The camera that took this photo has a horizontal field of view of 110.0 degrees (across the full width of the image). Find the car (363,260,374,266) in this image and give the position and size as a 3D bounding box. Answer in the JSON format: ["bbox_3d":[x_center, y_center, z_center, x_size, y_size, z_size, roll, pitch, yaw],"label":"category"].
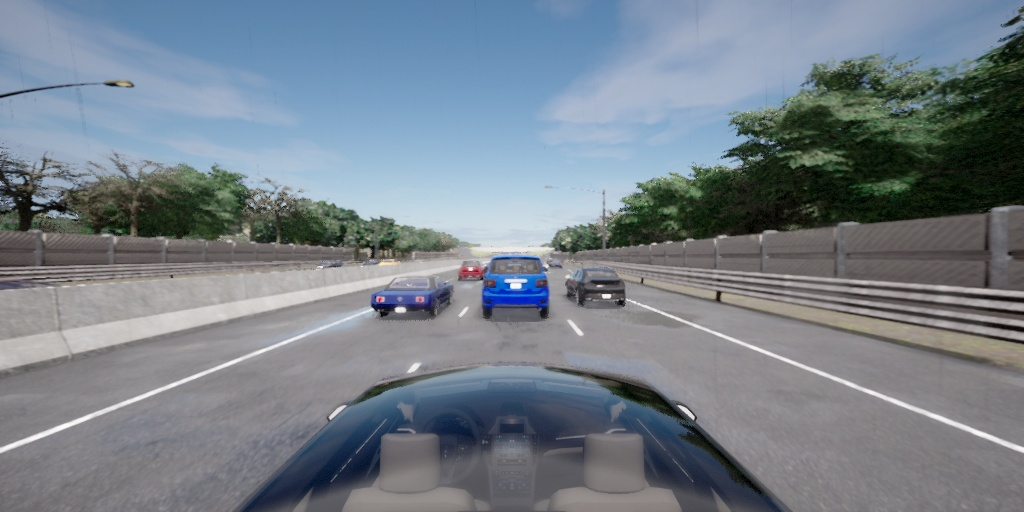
[{"bbox_3d":[-20.755,1.340,53.791,1.994,1.385,4.181,0,0,1],"label":"car"}]

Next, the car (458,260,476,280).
[{"bbox_3d":[-3.294,1.108,30.839,2.097,1.767,4.553,0,0,0],"label":"car"}]

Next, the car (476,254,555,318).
[{"bbox_3d":[0.122,0.973,13.215,2.150,2.045,5.566,0,0,0],"label":"car"}]

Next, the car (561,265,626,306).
[{"bbox_3d":[3.529,1.247,15.758,1.837,1.490,4.892,0,0,0],"label":"car"}]

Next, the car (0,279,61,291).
[{"bbox_3d":[-14.086,1.315,9.456,1.994,1.385,4.181,0,0,0],"label":"car"}]

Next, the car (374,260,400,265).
[{"bbox_3d":[-17.300,1.250,50.765,1.882,1.535,5.008,0,0,1],"label":"car"}]

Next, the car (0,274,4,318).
[{"bbox_3d":[-17.589,1.298,9.007,2.033,1.411,5.357,0,0,0],"label":"car"}]

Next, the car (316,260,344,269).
[{"bbox_3d":[-23.618,1.258,46.759,2.128,1.511,4.902,0,0,-3],"label":"car"}]

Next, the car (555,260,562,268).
[{"bbox_3d":[7.244,1.337,58.980,2.033,1.411,5.357,0,0,3],"label":"car"}]

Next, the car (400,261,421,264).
[{"bbox_3d":[-13.800,1.374,50.920,1.895,1.301,4.718,0,0,1],"label":"car"}]

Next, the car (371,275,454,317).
[{"bbox_3d":[-3.378,1.353,13.156,1.895,1.301,4.718,0,0,0],"label":"car"}]
